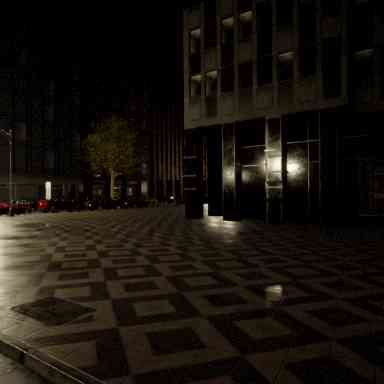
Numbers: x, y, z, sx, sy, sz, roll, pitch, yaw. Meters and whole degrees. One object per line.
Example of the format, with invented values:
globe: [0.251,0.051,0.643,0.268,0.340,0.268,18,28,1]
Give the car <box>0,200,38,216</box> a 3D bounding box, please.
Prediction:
car: [-16.935,1.577,30.543,1.802,1.307,4.206,-1,0,35]

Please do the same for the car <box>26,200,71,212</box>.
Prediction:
car: [-17.233,1.639,40.246,1.895,1.301,4.718,-1,0,35]

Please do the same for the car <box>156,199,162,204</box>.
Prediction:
car: [-7.971,1.546,58.435,1.752,1.417,4.829,-1,0,35]

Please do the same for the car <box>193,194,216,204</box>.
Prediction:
car: [2.423,1.285,62.996,2.097,1.767,4.553,-1,0,35]

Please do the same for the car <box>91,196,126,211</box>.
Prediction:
car: [-10.510,1.526,39.812,1.947,1.339,4.313,-1,0,35]

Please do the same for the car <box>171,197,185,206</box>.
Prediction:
car: [-0.873,1.464,53.714,1.887,1.381,4.507,-1,0,35]

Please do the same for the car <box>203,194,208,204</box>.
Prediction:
car: [2.339,1.224,58.349,2.192,1.841,5.009,-1,0,35]

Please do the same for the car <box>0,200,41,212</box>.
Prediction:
car: [-20.726,1.643,40.037,1.947,1.339,4.313,-1,0,35]

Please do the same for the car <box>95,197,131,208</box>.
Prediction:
car: [-11.480,1.502,48.519,2.128,1.511,4.902,-1,0,35]

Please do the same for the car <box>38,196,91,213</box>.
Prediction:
car: [-13.724,1.291,35.179,2.192,1.841,5.009,-1,0,35]

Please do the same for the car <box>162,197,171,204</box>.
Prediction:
car: [-4.661,1.576,63.211,1.947,1.339,4.313,-1,0,35]

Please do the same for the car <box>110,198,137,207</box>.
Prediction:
car: [-11.087,1.614,53.941,1.802,1.307,4.206,-1,0,35]

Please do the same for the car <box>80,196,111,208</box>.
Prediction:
car: [-14.302,1.486,49.306,1.967,1.590,4.097,-1,0,35]

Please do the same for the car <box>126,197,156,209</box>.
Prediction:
car: [-7.297,1.510,44.445,1.947,1.339,4.313,-1,0,35]
